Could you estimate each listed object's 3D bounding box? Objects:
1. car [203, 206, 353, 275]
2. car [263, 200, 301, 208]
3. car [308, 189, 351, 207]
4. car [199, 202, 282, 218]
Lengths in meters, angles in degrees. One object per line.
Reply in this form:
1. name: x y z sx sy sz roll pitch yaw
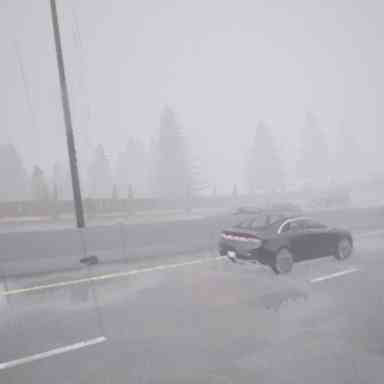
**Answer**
1. car: 3.020 1.411 10.204 4.902 1.511 2.128 -1 0 -36
2. car: 6.271 1.354 25.664 5.357 1.411 2.033 -1 0 -35
3. car: 14.951 0.712 36.144 5.566 2.045 2.150 -3 2 -35
4. car: 2.607 1.475 18.751 4.718 1.301 1.895 -1 0 -35
